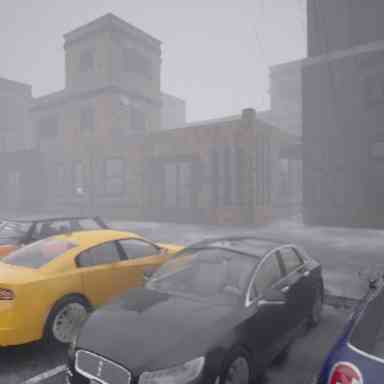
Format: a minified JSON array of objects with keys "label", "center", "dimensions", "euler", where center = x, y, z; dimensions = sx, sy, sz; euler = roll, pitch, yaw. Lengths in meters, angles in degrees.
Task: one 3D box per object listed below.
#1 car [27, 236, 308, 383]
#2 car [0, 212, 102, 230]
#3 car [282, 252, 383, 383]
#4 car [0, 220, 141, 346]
[{"label":"car","center":[0.557,1.487,4.965],"dimensions":[2.231,1.521,4.892],"euler":[0,0,35]},{"label":"car","center":[-3.955,1.377,8.212],"dimensions":[2.185,1.767,4.553],"euler":[0,0,35]},{"label":"car","center":[2.797,1.353,3.322],"dimensions":[2.185,1.767,4.553],"euler":[0,0,35]},{"label":"car","center":[-1.710,1.494,6.568],"dimensions":[2.097,1.535,5.008],"euler":[0,0,35]}]
